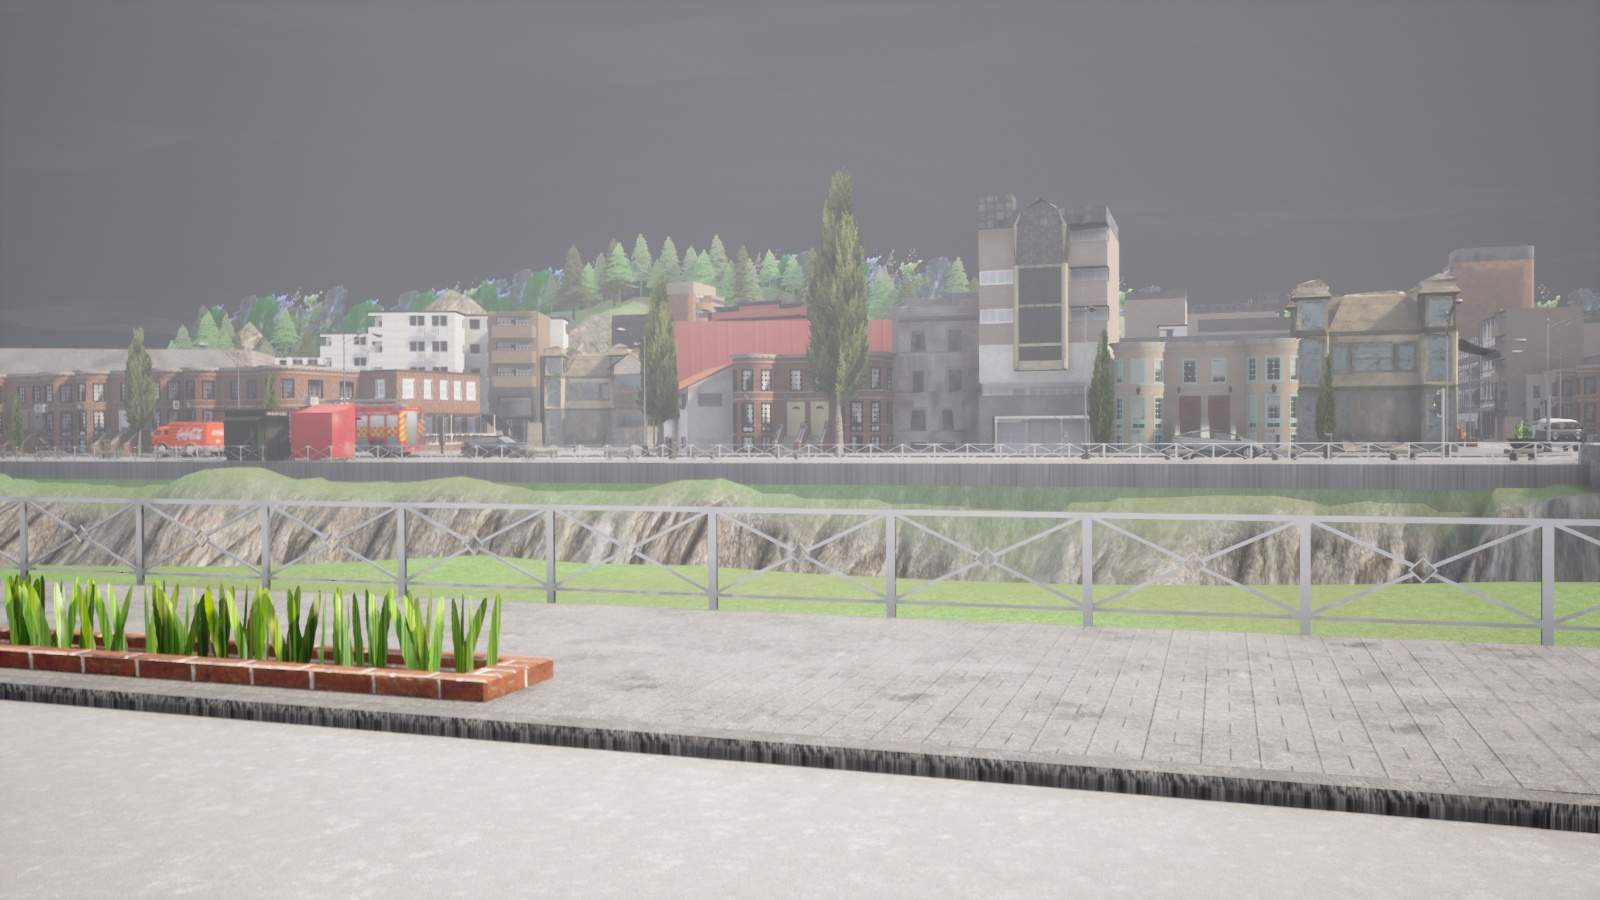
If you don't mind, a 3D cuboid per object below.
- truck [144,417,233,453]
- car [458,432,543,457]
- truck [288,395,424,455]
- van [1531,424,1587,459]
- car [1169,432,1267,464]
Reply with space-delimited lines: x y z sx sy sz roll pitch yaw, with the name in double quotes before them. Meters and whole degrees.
"truck" -42.520 -1.058 87.322 5.204 2.467 2.627 0 1 19
"car" -17.858 -0.317 74.826 4.674 1.442 1.812 0 1 19
"truck" -29.331 -1.648 82.881 8.468 3.827 2.891 0 1 19
"van" 47.005 -0.570 77.862 2.069 2.038 4.480 0 2 19
"car" 20.591 -0.139 61.907 4.514 1.525 2.007 0 1 19
